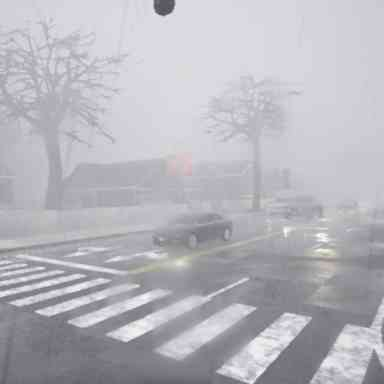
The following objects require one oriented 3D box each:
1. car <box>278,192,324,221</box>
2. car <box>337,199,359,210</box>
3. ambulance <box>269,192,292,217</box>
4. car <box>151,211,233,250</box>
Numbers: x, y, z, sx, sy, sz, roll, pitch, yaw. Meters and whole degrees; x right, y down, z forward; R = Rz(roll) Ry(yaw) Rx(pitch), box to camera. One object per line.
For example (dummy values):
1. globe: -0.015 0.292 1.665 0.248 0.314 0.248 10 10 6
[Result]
1. car: 9.765 1.339 28.865 2.150 2.045 5.566 -2 -1 36
2. car: 20.349 1.628 43.297 2.033 1.411 5.357 -2 -1 36
3. ambulance: 10.064 1.214 34.660 2.351 2.431 6.366 -2 -1 36
4. car: 0.154 1.685 15.585 1.837 1.490 4.892 -2 -1 36
